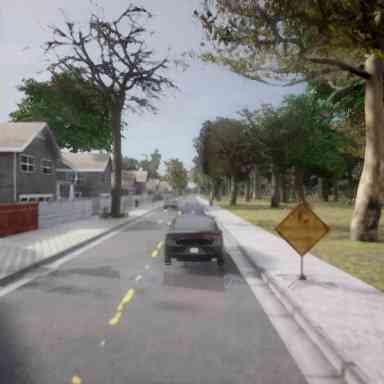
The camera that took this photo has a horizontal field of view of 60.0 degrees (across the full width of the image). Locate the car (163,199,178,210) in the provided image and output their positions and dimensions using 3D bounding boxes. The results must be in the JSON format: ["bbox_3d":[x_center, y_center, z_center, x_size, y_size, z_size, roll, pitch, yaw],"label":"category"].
[{"bbox_3d":[-2.836,1.646,45.128,2.033,1.411,5.357,0,0,0],"label":"car"}]

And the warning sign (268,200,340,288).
[{"bbox_3d":[2.522,1.130,7.650,1.300,1.860,1.060,0,0,0],"label":"warning sign"}]

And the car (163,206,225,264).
[{"bbox_3d":[0.077,1.500,11.919,1.882,1.535,5.008,0,0,0],"label":"car"}]

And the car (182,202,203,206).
[{"bbox_3d":[0.088,1.625,29.987,1.994,1.385,4.181,0,0,0],"label":"car"}]
